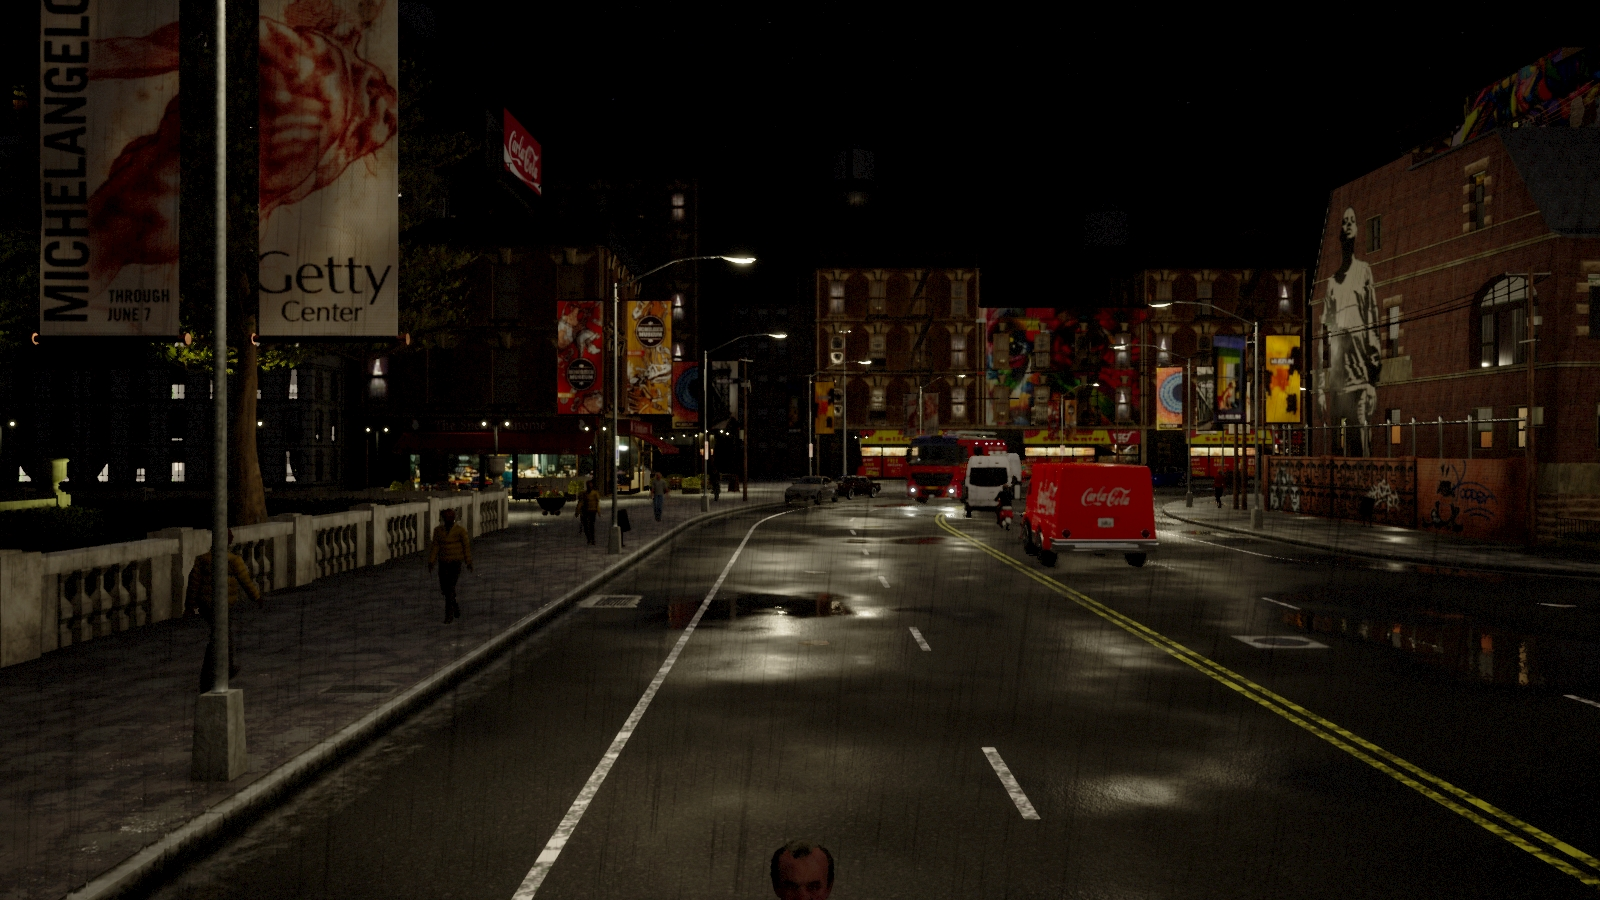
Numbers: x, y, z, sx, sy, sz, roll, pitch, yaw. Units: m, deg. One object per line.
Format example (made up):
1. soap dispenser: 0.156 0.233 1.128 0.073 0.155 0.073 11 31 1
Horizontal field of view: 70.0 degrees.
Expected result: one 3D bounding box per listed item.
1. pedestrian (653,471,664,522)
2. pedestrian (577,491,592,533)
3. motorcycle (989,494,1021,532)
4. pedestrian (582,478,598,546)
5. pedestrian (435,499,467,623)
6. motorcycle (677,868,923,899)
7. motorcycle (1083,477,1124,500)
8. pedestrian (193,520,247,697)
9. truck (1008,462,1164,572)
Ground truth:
1. pedestrian: -5.176 1.696 41.825 0.375 1.860 0.375 0 0 1
2. pedestrian: -6.856 1.978 36.373 0.375 1.300 0.375 0 0 4
3. motorcycle: 7.176 2.182 40.097 0.856 1.236 1.805 0 0 2
4. pedestrian: -5.771 1.696 31.390 0.375 1.860 0.375 0 0 -2
5. pedestrian: -5.359 1.696 17.554 0.375 1.860 0.375 0 0 1
6. motorcycle: -0.002 2.182 3.374 0.856 1.236 1.805 0 0 0
7. motorcycle: 17.406 2.205 65.576 2.209 1.251 0.867 0 0 9
8. pedestrian: -6.272 1.697 12.366 0.375 1.860 0.375 0 0 9
9. truck: 7.049 1.567 28.849 2.627 2.467 5.204 0 0 0
